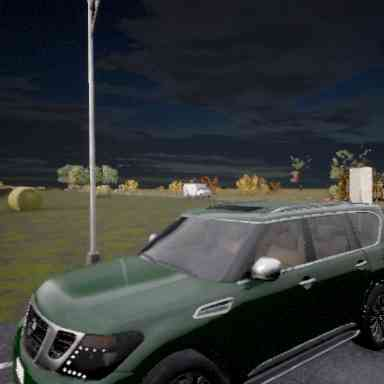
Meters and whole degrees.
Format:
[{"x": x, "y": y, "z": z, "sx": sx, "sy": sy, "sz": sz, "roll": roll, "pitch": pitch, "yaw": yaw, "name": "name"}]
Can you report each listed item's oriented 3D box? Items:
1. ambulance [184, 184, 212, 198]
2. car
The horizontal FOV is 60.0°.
[{"x": 1.058, "y": -0.189, "z": 59.284, "sx": 2.351, "sy": 2.431, "sz": 6.366, "roll": 1, "pitch": 1, "yaw": -32, "name": "ambulance"}, {"x": 0.742, "y": 1.176, "z": 4.517, "sx": 5.566, "sy": 2.045, "sz": 2.150, "roll": -1, "pitch": 0, "yaw": -35, "name": "car"}]
